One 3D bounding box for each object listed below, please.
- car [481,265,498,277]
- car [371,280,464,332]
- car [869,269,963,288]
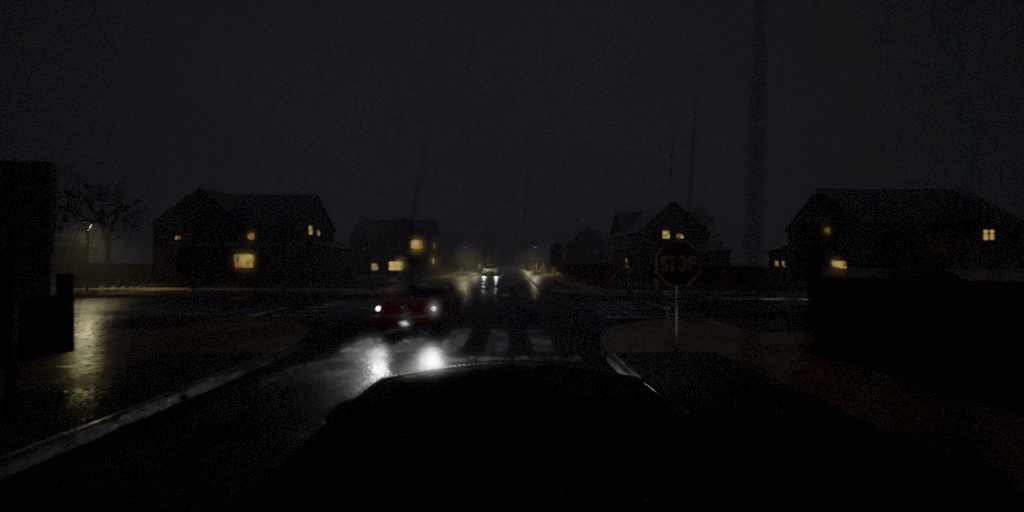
[{"bbox_3d":[-2.766,1.851,45.922,1.812,1.442,4.674,0,-1,0],"label":"car"},{"bbox_3d":[-2.749,1.464,11.434,1.895,1.301,4.718,0,-1,0],"label":"car"},{"bbox_3d":[17.817,1.369,16.342,4.553,1.767,2.097,0,0,0],"label":"car"}]
